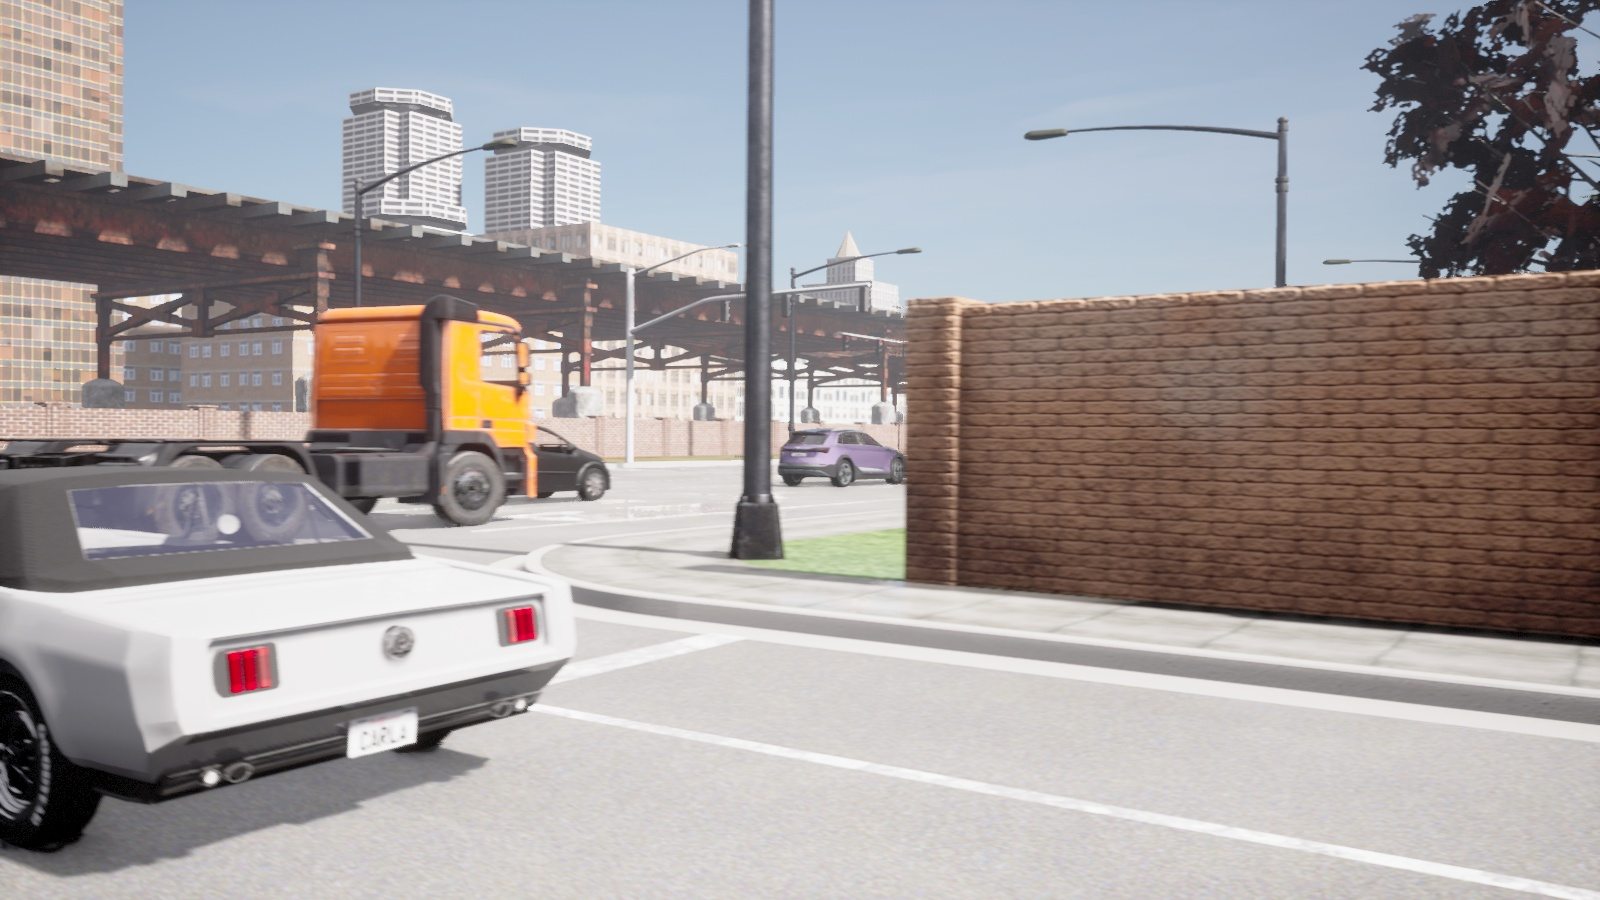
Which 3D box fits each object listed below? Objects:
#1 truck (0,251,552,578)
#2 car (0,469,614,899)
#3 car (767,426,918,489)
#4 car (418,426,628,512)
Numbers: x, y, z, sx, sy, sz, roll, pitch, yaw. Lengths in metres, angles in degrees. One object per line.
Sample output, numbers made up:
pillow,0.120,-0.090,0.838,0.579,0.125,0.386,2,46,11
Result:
truck,-7.013,-0.427,17.523,2.891,3.462,7.936,0,1,24
car,-3.279,0.782,5.804,4.718,1.301,1.895,0,1,34
car,1.310,0.160,35.885,2.033,1.649,4.856,0,1,34
car,-5.582,0.329,25.723,1.851,1.617,3.988,0,1,34
